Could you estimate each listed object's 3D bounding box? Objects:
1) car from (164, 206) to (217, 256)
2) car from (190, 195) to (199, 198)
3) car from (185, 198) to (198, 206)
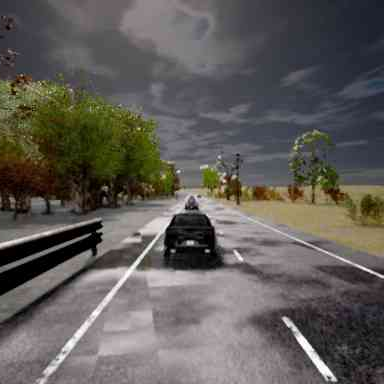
[{"bbox_3d":[-0.057,1.562,13.571,1.882,1.535,5.008,0,0,0],"label":"car"},{"bbox_3d":[-0.041,2.002,81.386,1.994,1.385,4.181,0,0,0],"label":"car"},{"bbox_3d":[-0.049,1.886,48.819,1.895,1.301,4.718,0,0,0],"label":"car"}]
